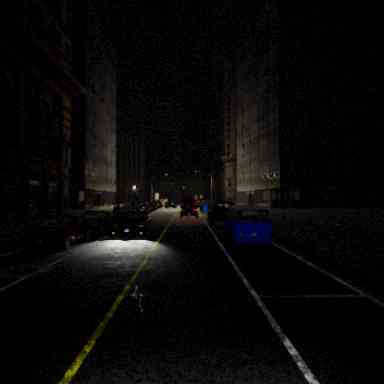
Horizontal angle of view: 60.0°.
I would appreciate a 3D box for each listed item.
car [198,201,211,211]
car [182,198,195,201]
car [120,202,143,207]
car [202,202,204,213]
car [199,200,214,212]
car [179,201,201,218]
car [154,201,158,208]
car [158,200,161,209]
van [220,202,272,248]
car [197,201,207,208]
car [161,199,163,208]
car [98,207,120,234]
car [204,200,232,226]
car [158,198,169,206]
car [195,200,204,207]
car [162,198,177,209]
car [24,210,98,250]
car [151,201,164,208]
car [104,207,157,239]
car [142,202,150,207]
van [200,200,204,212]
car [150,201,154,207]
[{"bbox_3d":[2.025,2.242,53.660,1.887,1.381,4.507,0,-1,-1],"label":"car"},{"bbox_3d":[-0.447,1.799,45.376,2.150,2.045,5.566,0,-1,-1],"label":"car"},{"bbox_3d":[-6.228,1.947,31.725,2.008,1.369,4.403,1,-1,-1],"label":"car"},{"bbox_3d":[2.297,1.938,31.824,2.008,1.369,4.403,1,-1,-1],"label":"car"},{"bbox_3d":[2.093,2.055,48.203,1.967,1.590,4.097,1,-1,-1],"label":"car"},{"bbox_3d":[-0.325,1.960,35.107,1.812,1.442,4.674,0,-1,-1],"label":"car"},{"bbox_3d":[-6.432,2.169,48.101,1.887,1.381,4.507,1,-1,-1],"label":"car"},{"bbox_3d":[-6.500,2.288,53.558,1.802,1.307,4.206,1,-1,-1],"label":"car"},{"bbox_3d":[2.503,1.521,15.448,1.690,1.788,3.998,1,-1,-1],"label":"van"},{"bbox_3d":[1.888,2.452,64.577,1.802,1.307,4.206,0,-1,-1],"label":"car"},{"bbox_3d":[-6.567,2.342,59.017,2.008,1.369,4.403,0,-1,-1],"label":"car"},{"bbox_3d":[-6.092,1.807,20.807,2.008,1.369,4.403,1,-1,-1],"label":"car"},{"bbox_3d":[2.367,1.632,26.368,2.192,1.841,5.009,1,-1,-1],"label":"car"},{"bbox_3d":[-6.837,2.478,80.853,2.192,1.841,5.009,0,-1,-1],"label":"car"},{"bbox_3d":[1.753,2.601,75.494,1.887,1.381,4.507,0,-1,-1],"label":"car"},{"bbox_3d":[-3.776,2.315,59.127,1.812,1.442,4.674,0,-1,0],"label":"car"},{"bbox_3d":[-6.024,1.733,15.349,1.887,1.381,4.507,1,-1,-1],"label":"car"},{"bbox_3d":[-6.636,2.445,64.475,1.947,1.339,4.313,0,-1,-1],"label":"car"},{"bbox_3d":[-3.321,1.793,18.895,1.994,1.385,4.181,0,-1,-1],"label":"car"},{"bbox_3d":[-6.296,2.020,37.184,2.008,1.369,4.403,1,-1,-1],"label":"car"},{"bbox_3d":[2.162,1.877,42.746,1.690,1.788,3.998,1,-1,-1],"label":"van"},{"bbox_3d":[-6.362,1.985,42.644,1.967,1.590,4.097,1,-1,-1],"label":"car"}]
